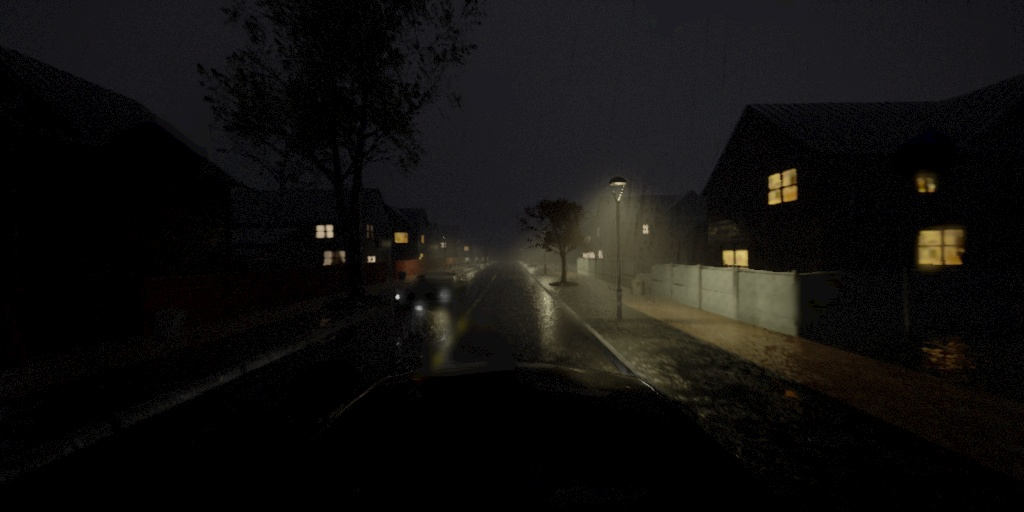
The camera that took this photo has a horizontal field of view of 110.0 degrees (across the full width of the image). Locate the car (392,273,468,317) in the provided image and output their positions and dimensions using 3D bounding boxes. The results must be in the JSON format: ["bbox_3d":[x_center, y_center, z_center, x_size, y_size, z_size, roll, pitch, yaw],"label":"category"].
[{"bbox_3d":[-2.814,1.308,13.191,1.895,1.301,4.718,-1,0,0],"label":"car"}]
